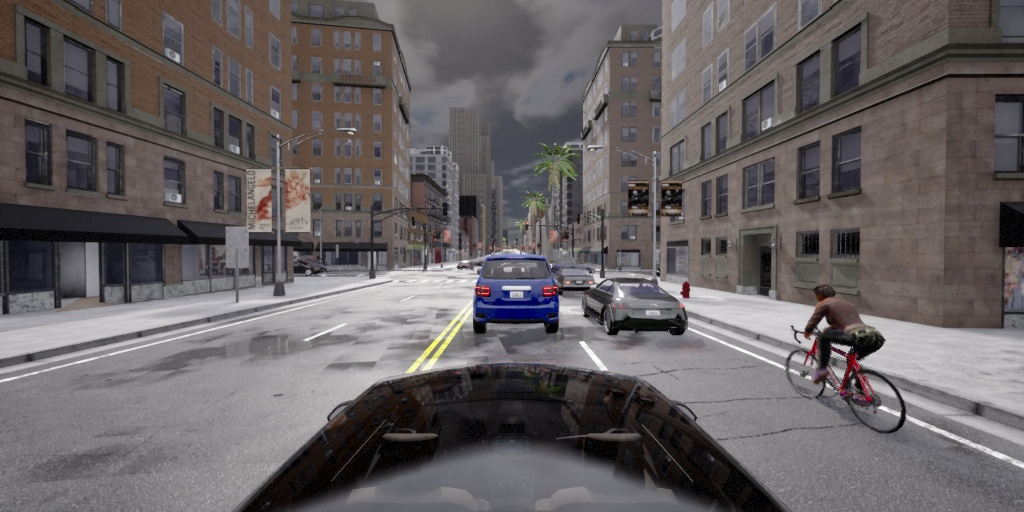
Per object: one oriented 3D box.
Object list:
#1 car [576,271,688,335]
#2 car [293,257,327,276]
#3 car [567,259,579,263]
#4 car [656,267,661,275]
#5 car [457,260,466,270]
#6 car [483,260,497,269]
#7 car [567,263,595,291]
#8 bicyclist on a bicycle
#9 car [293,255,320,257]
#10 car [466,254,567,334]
[{"bbox_3d":[3.323,1.313,10.474,1.994,1.385,4.181,0,0,0],"label":"car"},{"bbox_3d":[-20.909,1.124,34.671,4.892,1.490,1.837,1,1,-9],"label":"car"},{"bbox_3d":[6.562,1.130,38.139,4.553,1.767,2.097,1,0,15],"label":"car"},{"bbox_3d":[16.168,1.514,34.608,4.313,1.339,1.948,0,0,0],"label":"car"},{"bbox_3d":[-6.657,1.309,51.313,1.994,1.385,4.181,0,0,0],"label":"car"},{"bbox_3d":[-3.405,1.346,56.645,1.895,1.301,4.718,0,0,0],"label":"car"},{"bbox_3d":[3.228,1.295,19.707,2.033,1.411,5.357,0,0,0],"label":"car"},{"bbox_3d":[4.140,1.202,4.593,0.582,1.620,1.656,0,0,0],"label":"bicyclist on a bicycle"},{"bbox_3d":[-23.941,0.836,40.054,5.009,1.841,2.192,0,0,-9],"label":"car"},{"bbox_3d":[0.091,0.970,10.808,2.150,2.045,5.566,0,0,0],"label":"car"}]
